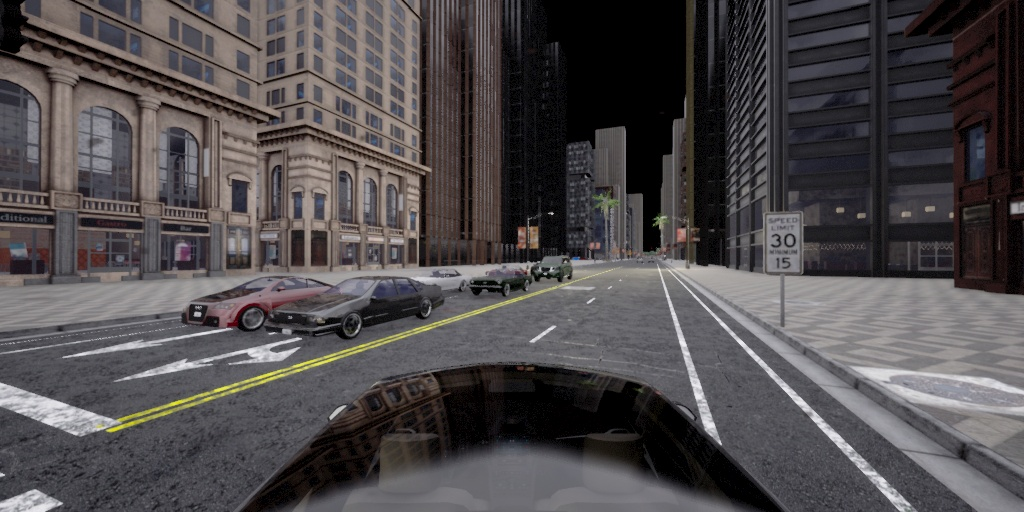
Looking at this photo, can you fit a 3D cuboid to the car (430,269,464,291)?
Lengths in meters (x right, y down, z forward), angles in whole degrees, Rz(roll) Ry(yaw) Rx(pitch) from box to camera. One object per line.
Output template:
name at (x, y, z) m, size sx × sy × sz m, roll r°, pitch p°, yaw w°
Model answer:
car at (-4.070, 1.355, 19.173) m, size 1.895 × 1.301 × 4.718 m, roll 0°, pitch 0°, yaw 22°

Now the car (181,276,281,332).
car at (-7.313, 1.315, 11.034) m, size 1.994 × 1.385 × 4.181 m, roll 0°, pitch 0°, yaw 22°

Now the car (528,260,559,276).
car at (3.443, 1.246, 37.889) m, size 1.882 × 1.535 × 5.008 m, roll 0°, pitch 0°, yaw 22°

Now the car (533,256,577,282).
car at (3.481, 0.983, 29.310) m, size 2.150 × 2.045 × 5.566 m, roll 0°, pitch 0°, yaw 22°

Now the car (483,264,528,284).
car at (-0.376, 1.361, 28.424) m, size 1.895 × 1.301 × 4.718 m, roll 0°, pitch 0°, yaw 22°

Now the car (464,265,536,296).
car at (-0.488, 1.356, 19.377) m, size 1.895 × 1.301 × 4.718 m, roll 0°, pitch 0°, yaw 22°

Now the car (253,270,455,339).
car at (-4.042, 1.298, 10.471) m, size 2.033 × 1.411 × 5.357 m, roll 0°, pitch 0°, yaw 22°
